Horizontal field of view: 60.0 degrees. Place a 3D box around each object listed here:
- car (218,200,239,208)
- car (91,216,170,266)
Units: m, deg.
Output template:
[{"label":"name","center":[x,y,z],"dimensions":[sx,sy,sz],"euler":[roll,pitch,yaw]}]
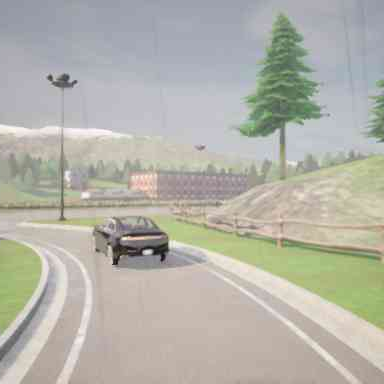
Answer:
[{"label":"car","center":[6.521,2.122,60.287],"dimensions":[4.674,1.442,1.812],"euler":[0,-1,-36]},{"label":"car","center":[-2.403,1.615,12.161],"dimensions":[2.128,1.511,4.902],"euler":[0,-1,-26]}]
